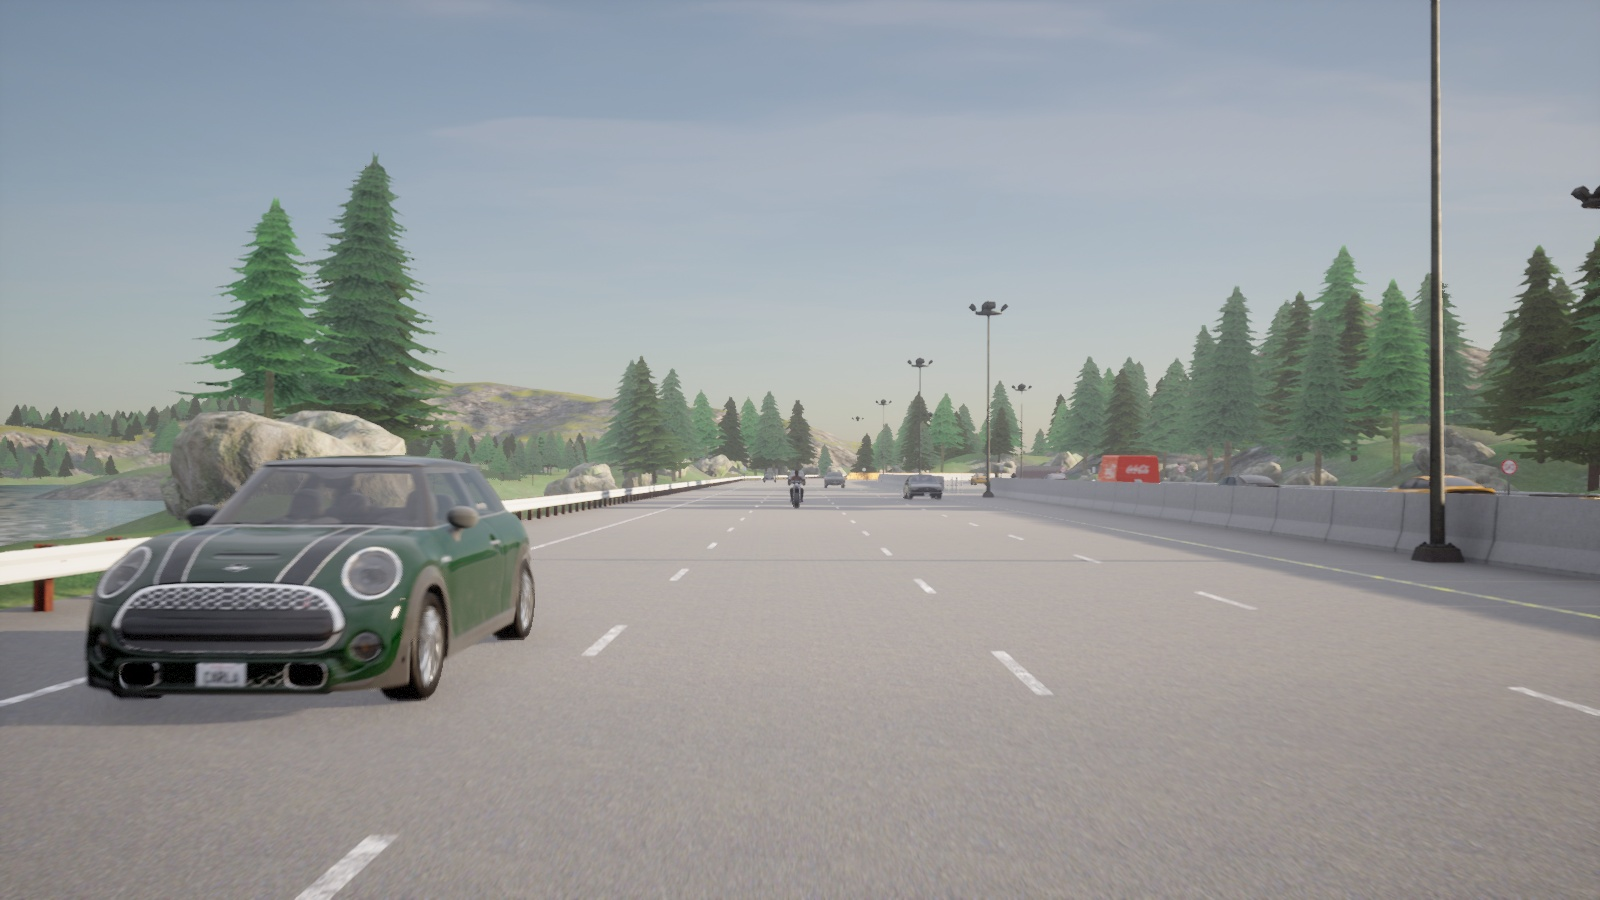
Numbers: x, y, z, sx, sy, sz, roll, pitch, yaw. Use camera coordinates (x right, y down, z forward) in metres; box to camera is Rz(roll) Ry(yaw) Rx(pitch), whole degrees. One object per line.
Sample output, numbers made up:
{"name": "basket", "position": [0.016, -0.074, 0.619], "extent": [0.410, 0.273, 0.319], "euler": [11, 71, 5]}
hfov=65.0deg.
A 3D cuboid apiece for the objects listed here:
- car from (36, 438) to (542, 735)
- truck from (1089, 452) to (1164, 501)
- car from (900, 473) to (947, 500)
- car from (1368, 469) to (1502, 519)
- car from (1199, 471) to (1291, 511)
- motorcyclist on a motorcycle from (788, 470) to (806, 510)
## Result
{"name": "car", "position": [-3.523, 0.851, 9.794], "extent": [2.097, 1.767, 4.553], "euler": [0, -1, 0]}
{"name": "truck", "position": [17.341, 1.386, 67.086], "extent": [2.627, 2.467, 5.204], "euler": [0, -1, 0]}
{"name": "car", "position": [6.836, 2.008, 70.051], "extent": [2.033, 1.411, 5.357], "euler": [0, -1, 0]}
{"name": "car", "position": [20.902, 1.405, 41.580], "extent": [1.882, 1.535, 5.008], "euler": [0, -1, 0]}
{"name": "car", "position": [17.385, 1.576, 49.299], "extent": [1.837, 1.490, 4.892], "euler": [0, -1, 0]}
{"name": "motorcyclist on a motorcycle", "position": [-0.124, 1.647, 52.624], "extent": [0.766, 1.649, 2.350], "euler": [0, -1, 0]}
